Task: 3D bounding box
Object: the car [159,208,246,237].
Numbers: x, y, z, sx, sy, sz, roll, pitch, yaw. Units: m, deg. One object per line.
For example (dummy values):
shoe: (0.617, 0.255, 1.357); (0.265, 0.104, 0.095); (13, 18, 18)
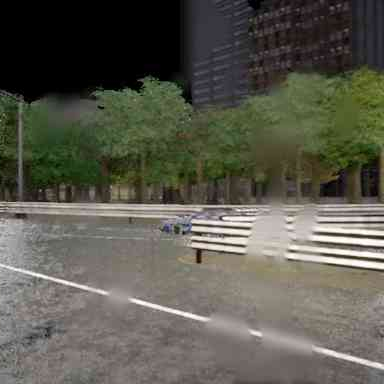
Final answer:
car: (1.081, 1.543, 17.057); (5.357, 1.411, 2.033); (0, 0, 14)
